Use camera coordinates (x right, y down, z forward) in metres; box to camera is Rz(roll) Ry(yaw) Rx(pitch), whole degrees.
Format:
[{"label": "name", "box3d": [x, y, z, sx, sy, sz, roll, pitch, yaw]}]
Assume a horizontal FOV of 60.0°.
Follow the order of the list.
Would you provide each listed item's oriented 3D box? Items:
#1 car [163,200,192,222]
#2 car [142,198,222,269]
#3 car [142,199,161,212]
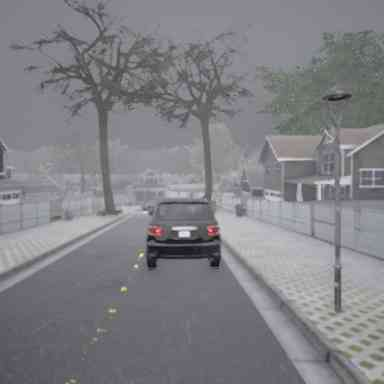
[{"label": "car", "box3d": [-1.224, 1.504, 27.688, 2.128, 1.511, 4.902, 0, 0, -3]}, {"label": "car", "box3d": [-0.331, 1.208, 11.364, 2.150, 2.045, 5.566, 0, 0, -3]}, {"label": "car", "box3d": [-4.869, 1.636, 40.428, 1.994, 1.385, 4.181, 0, 0, -3]}]
